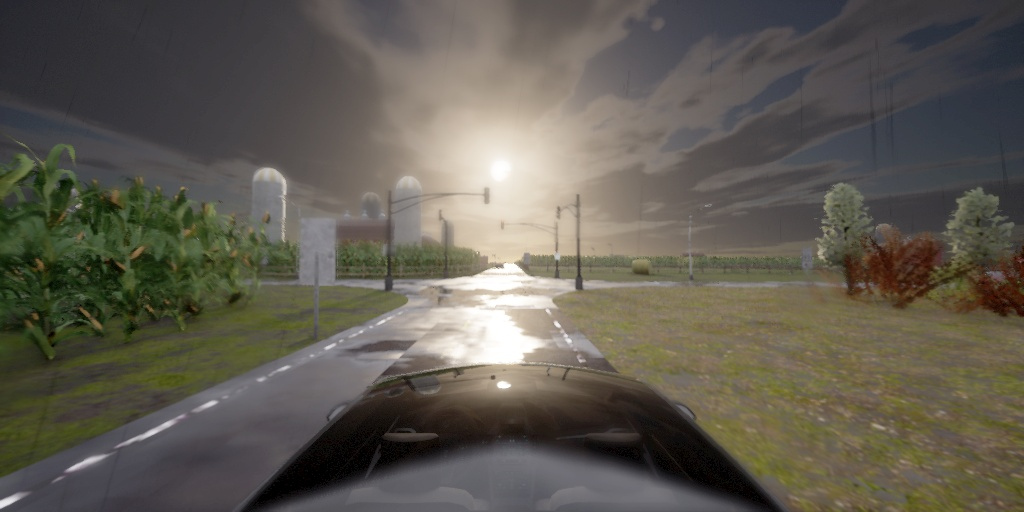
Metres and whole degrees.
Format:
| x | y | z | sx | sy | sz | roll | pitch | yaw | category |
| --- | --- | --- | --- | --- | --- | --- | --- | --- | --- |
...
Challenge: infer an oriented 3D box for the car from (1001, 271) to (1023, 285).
| x | y | z | sx | sy | sz | roll | pitch | yaw | category |
| --- | --- | --- | --- | --- | --- | --- | --- | --- | --- |
| 52.711 | 2.224 | 36.110 | 4.718 | 1.301 | 1.895 | 1 | -2 | -5 | car |

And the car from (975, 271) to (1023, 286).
| x | y | z | sx | sy | sz | roll | pitch | yaw | category |
| --- | --- | --- | --- | --- | --- | --- | --- | --- | --- |
| 43.718 | 1.983 | 31.886 | 4.181 | 1.385 | 1.994 | 1 | -2 | -4 | car |
